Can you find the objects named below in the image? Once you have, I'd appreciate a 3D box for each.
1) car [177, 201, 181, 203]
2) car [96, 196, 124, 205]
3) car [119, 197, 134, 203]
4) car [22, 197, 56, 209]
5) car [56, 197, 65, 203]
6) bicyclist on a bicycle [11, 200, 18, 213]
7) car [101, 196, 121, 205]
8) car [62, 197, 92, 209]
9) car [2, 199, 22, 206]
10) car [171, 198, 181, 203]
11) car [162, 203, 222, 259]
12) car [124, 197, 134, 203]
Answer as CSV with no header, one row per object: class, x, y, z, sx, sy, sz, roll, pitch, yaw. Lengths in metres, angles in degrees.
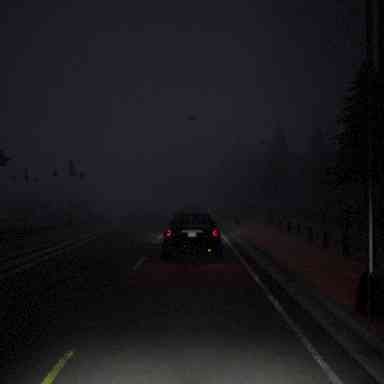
car,0.008,1.805,28.486,2.128,1.511,4.902,0,-1,0
car,-17.277,1.869,69.763,4.605,1.855,1.932,0,-1,0
car,-18.024,2.243,91.877,3.806,1.475,1.970,0,-1,0
car,-24.827,1.987,54.153,3.806,1.475,1.970,0,-1,0
car,-35.082,2.072,88.592,4.605,1.855,1.932,0,-1,0
bicyclist on a bicycle,-21.910,1.761,41.058,0.582,1.620,1.656,0,0,-1
car,-17.691,1.880,72.668,3.866,1.878,1.905,0,-1,0
car,-17.405,1.944,51.177,3.633,1.501,1.845,0,-1,0
car,-35.825,2.051,66.141,3.633,1.501,1.845,0,-1,0
car,-3.528,2.153,73.596,2.097,1.767,4.553,0,-1,0
car,0.012,1.498,13.408,2.097,1.767,4.553,0,-1,0
car,-17.697,2.095,85.461,5.027,1.636,2.152,0,-1,0
